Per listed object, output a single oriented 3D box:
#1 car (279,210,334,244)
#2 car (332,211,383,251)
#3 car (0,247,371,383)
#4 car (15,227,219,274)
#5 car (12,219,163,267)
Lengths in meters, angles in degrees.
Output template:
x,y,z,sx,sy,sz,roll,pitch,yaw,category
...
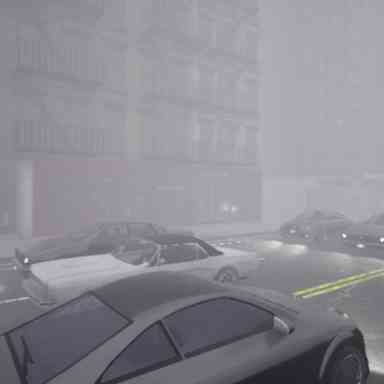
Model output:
x,y,z,sx,sy,sz,roll,pitch,yaw,category
6.116,1.576,16.026,4.181,1.385,1.994,0,0,-36,car
8.234,1.560,13.547,5.357,1.411,2.033,0,0,-36,car
-0.010,1.566,3.433,4.181,1.385,1.994,0,0,-36,car
-0.900,1.604,7.025,4.718,1.301,1.895,0,0,-36,car
-2.322,1.551,10.013,5.357,1.411,2.033,0,0,-36,car
